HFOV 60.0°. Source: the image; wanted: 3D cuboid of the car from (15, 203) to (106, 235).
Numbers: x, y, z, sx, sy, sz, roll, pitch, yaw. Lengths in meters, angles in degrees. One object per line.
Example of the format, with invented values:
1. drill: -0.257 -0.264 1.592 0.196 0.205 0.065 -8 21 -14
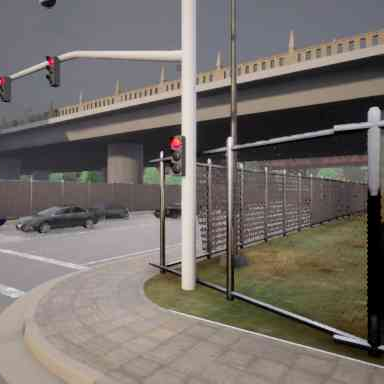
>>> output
1. car: -7.802 1.559 19.714 1.837 1.490 4.892 0 0 36

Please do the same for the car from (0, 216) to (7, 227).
1. car: -13.265 1.656 18.687 1.895 1.301 4.718 0 0 41

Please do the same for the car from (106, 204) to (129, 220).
1. car: -7.105 1.619 26.768 1.994 1.385 4.181 0 0 35
